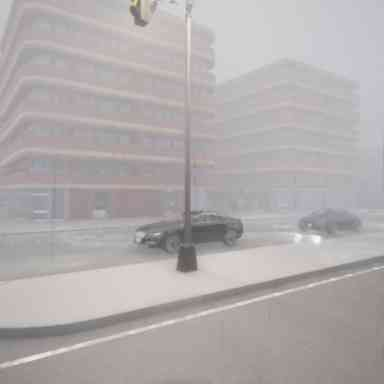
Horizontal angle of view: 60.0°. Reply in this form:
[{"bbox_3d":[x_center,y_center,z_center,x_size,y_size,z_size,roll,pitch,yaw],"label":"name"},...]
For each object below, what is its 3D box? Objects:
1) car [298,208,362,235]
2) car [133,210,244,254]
[{"bbox_3d":[8.150,1.654,19.619,4.181,1.385,1.994,0,0,-36],"label":"car"},{"bbox_3d":[-0.002,1.531,13.807,4.902,1.511,2.128,0,0,-35],"label":"car"}]
